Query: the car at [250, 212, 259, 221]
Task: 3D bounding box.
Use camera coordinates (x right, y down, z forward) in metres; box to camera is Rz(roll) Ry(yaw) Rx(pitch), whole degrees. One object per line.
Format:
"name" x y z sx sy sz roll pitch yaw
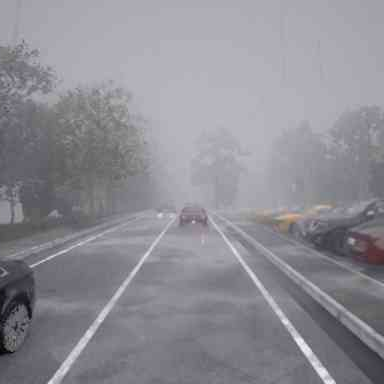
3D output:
"car" 6.903 1.543 23.818 5.366 1.575 1.946 0 0 0

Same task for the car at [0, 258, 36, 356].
"car" -3.350 1.491 3.257 2.128 1.511 4.902 0 0 0

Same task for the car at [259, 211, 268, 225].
"car" 7.092 1.521 21.049 4.892 1.521 2.231 0 0 0

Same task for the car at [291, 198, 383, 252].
"car" 7.052 1.239 12.728 5.566 2.045 2.435 0 0 0

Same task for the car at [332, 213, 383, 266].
"car" 7.108 1.518 9.952 4.792 1.488 2.163 0 0 0

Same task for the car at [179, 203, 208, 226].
"car" 0.103 1.692 24.039 1.895 1.301 4.718 0 -1 0

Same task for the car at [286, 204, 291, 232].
"car" 7.114 1.369 15.500 4.553 1.767 2.185 0 0 0

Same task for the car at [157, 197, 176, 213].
"car" -3.335 1.706 44.072 2.150 2.045 5.566 0 -2 0

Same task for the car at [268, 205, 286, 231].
"car" 7.091 1.503 18.277 5.008 1.535 2.097 0 0 0

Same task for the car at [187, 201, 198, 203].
"car" 0.107 1.905 41.348 2.128 1.511 4.902 0 -1 0
